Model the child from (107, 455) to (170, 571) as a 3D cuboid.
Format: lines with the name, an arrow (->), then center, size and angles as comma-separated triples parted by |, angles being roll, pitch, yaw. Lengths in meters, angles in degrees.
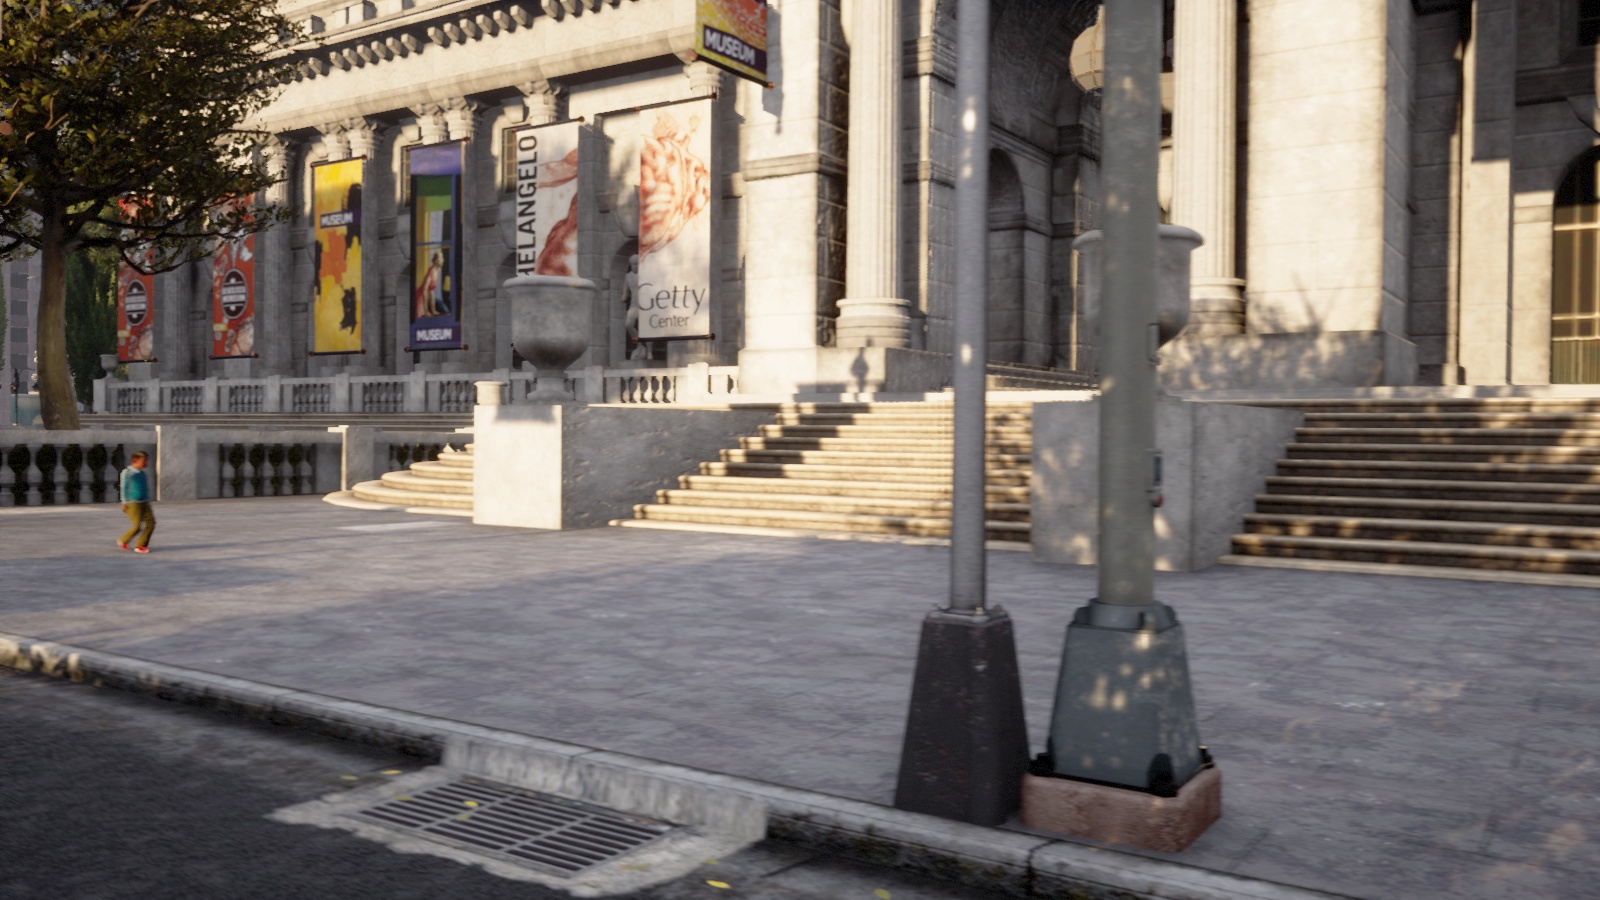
child -> -6.927, 0.651, 13.156 | 0.448, 1.192, 0.343 | 0, 1, 10
